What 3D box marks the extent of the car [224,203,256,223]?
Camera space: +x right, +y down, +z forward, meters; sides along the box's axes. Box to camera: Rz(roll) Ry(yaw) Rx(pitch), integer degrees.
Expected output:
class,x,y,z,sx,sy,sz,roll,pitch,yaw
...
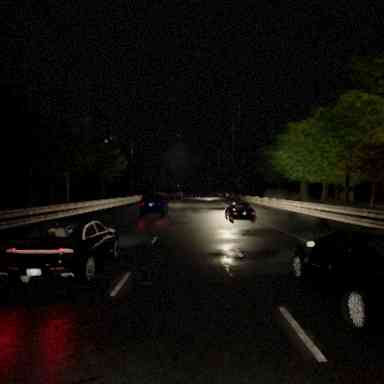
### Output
class,x,y,z,sx,sy,sz,roll,pitch,yaw
car,3.595,1.511,25.285,2.033,1.411,5.357,0,0,0

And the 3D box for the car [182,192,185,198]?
class,x,y,z,sx,sy,sz,roll,pitch,yaw
car,-3.521,0.968,80.120,2.128,1.511,4.902,0,1,0

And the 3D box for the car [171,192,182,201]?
class,x,y,z,sx,sy,sz,roll,pitch,yaw
car,-3.518,1.119,69.117,1.812,1.442,4.674,0,1,0

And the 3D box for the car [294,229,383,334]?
class,x,y,z,sx,sy,sz,roll,pitch,yaw
car,3.600,1.493,6.808,1.882,1.535,5.008,0,0,0

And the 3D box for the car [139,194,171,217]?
class,x,y,z,sx,sy,sz,roll,pitch,yaw
car,-3.409,1.154,30.312,2.150,2.045,5.566,0,0,0

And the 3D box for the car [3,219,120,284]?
class,x,y,z,sx,sy,sz,roll,pitch,yaw
car,-3.403,1.508,9.585,2.128,1.511,4.902,0,0,0

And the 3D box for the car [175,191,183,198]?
class,x,y,z,sx,sy,sz,roll,pitch,yaw
car,-3.524,0.747,91.096,2.097,1.767,4.553,0,0,0
